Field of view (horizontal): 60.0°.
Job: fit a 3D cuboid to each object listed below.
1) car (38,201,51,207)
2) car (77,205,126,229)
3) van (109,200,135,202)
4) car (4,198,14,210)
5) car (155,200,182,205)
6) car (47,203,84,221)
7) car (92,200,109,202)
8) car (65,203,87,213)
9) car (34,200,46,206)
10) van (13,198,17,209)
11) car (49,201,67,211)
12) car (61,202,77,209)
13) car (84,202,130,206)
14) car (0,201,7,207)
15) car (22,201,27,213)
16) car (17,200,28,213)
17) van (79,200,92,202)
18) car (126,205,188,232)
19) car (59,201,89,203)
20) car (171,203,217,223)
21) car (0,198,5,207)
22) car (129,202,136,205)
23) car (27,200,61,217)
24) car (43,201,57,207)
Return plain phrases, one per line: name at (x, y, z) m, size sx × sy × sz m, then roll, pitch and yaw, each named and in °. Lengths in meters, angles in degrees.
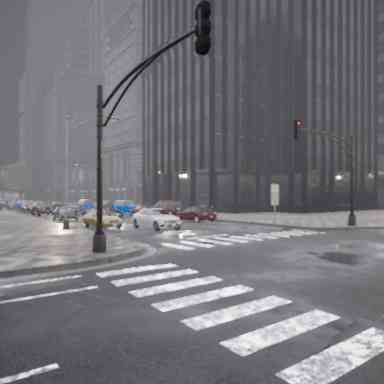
car at (-34.995, 2.759, 78.985) m, size 1.947 × 1.339 × 4.313 m, roll -1°, pitch 0°, yaw -35°
car at (-6.546, 1.893, 24.185) m, size 1.752 × 1.417 × 4.829 m, roll -1°, pitch 0°, yaw -35°
van at (-8.509, 1.933, 41.706) m, size 1.690 × 1.788 × 3.998 m, roll -1°, pitch 0°, yaw -35°
car at (-32.205, 2.402, 60.325) m, size 1.967 × 1.590 × 4.097 m, roll -1°, pitch 0°, yaw -35°
car at (-2.629, 1.769, 33.403) m, size 2.192 × 1.841 × 5.009 m, roll -1°, pitch 0°, yaw -35°
car at (-12.301, 2.054, 32.291) m, size 2.008 × 1.369 × 4.403 m, roll -1°, pitch 0°, yaw -35°
car at (-11.449, 1.975, 45.858) m, size 2.192 × 1.841 × 5.009 m, roll -1°, pitch 0°, yaw -35°
car at (-17.324, 2.340, 49.388) m, size 1.895 × 1.301 × 4.718 m, roll 0°, pitch -1°, yaw -35°
car at (-38.007, 2.809, 83.226) m, size 2.008 × 1.369 × 4.403 m, roll -1°, pitch 0°, yaw -35°
van at (-26.446, 2.172, 52.212) m, size 1.690 × 1.788 × 3.998 m, roll -1°, pitch 0°, yaw -35°
car at (-23.309, 2.354, 57.769) m, size 1.882 × 1.535 × 5.008 m, roll 0°, pitch -1°, yaw -35°
car at (-22.949, 2.506, 62.016) m, size 1.802 × 1.307 × 4.206 m, roll -1°, pitch 0°, yaw -35°
car at (-7.977, 1.949, 30.821) m, size 2.128 × 1.511 × 4.902 m, roll 0°, pitch -1°, yaw -35°
car at (-44.654, 2.819, 77.864) m, size 1.802 × 1.307 × 4.206 m, roll -1°, pitch 0°, yaw -35°
car at (-20.786, 2.245, 44.243) m, size 1.887 × 1.381 × 4.507 m, roll -1°, pitch 0°, yaw -35°
car at (-23.616, 2.206, 48.227) m, size 1.967 × 1.590 × 4.097 m, roll -1°, pitch 0°, yaw -35°
van at (-17.329, 2.137, 54.160) m, size 1.690 × 1.788 × 3.998 m, roll -1°, pitch 0°, yaw -35°
car at (-2.561, 1.856, 23.204) m, size 1.812 × 1.442 × 4.674 m, roll 0°, pitch -1°, yaw -37°
car at (-13.920, 2.122, 39.208) m, size 1.812 × 1.442 × 4.674 m, roll 0°, pitch -1°, yaw -35°
car at (0.315, 1.929, 29.251) m, size 1.887 × 1.381 × 4.507 m, roll -1°, pitch 0°, yaw -35°
car at (-41.543, 2.715, 73.479) m, size 1.887 × 1.381 × 4.507 m, roll -1°, pitch 0°, yaw -35°
car at (-5.564, 2.105, 37.554) m, size 1.802 × 1.307 × 4.206 m, roll -1°, pitch 0°, yaw -35°
car at (-17.962, 1.950, 40.260) m, size 2.192 × 1.841 × 5.009 m, roll -1°, pitch 0°, yaw -35°
car at (-31.983, 2.694, 74.742) m, size 1.947 × 1.339 × 4.313 m, roll -1°, pitch 0°, yaw -35°
